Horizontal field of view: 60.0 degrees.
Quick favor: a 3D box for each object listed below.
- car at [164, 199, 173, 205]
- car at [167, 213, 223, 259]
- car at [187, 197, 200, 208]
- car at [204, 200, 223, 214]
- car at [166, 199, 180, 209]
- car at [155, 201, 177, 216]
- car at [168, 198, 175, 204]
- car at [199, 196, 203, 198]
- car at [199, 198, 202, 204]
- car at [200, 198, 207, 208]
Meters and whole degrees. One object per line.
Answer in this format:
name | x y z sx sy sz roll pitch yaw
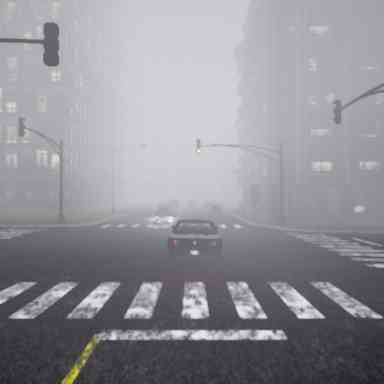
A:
car | -5.666 2.381 81.171 2.008 1.369 4.403 0 -1 0
car | 0.108 1.759 13.382 1.895 1.301 4.718 1 -1 0
car | 0.018 2.107 62.195 1.882 1.535 5.008 0 -1 0
car | 2.753 1.981 40.011 1.802 1.307 4.206 0 -1 0
car | -3.049 1.899 54.295 2.097 1.767 4.553 0 -1 0
car | -3.086 1.975 37.491 1.895 1.301 4.718 0 -1 0
car | -5.663 2.497 92.468 1.887 1.381 4.507 0 -1 0
car | 2.716 2.472 86.817 1.802 1.307 4.206 0 -1 0
car | 2.709 2.142 58.576 2.008 1.369 4.403 0 -1 0
car | 2.706 2.083 52.928 2.008 1.369 4.403 0 -1 0
